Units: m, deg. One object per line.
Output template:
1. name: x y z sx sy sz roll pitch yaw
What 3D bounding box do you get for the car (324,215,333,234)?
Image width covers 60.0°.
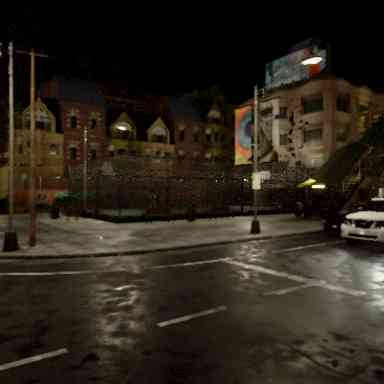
1. car: 9.269 1.489 18.341 5.008 1.535 2.097 0 0 -36

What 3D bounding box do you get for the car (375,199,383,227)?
1. car: 14.419 1.367 22.186 4.553 1.767 2.185 0 0 -36

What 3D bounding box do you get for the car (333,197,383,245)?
1. car: 8.896 1.230 14.582 5.566 2.045 2.150 0 0 -35
